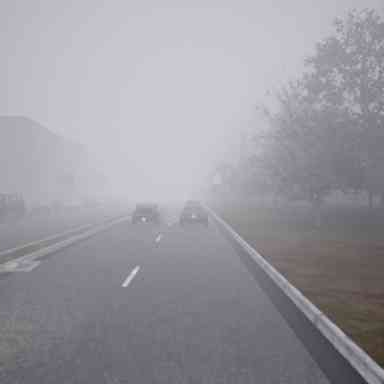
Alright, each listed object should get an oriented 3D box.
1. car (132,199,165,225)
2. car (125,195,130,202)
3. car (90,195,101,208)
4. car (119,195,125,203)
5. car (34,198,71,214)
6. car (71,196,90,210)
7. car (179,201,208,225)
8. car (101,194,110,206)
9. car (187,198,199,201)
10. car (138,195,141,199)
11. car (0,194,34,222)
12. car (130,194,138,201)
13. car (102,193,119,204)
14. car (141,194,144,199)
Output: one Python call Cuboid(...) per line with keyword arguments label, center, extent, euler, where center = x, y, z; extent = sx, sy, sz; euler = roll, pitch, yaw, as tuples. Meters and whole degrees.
Cuboid(label="car", center=(-3.139, 1.522, 24.057), extent=(1.837, 1.490, 4.892), euler=(0, 0, 0))
Cuboid(label="car", center=(-15.237, 1.488, 70.128), extent=(2.231, 1.521, 4.892), euler=(0, 0, 0))
Cuboid(label="car", center=(-15.149, 1.341, 47.928), extent=(2.185, 1.767, 4.553), euler=(0, 0, 0))
Cuboid(label="car", center=(-15.217, 1.483, 64.602), extent=(2.231, 1.521, 4.892), euler=(0, 0, 0))
Cuboid(label="car", center=(-15.155, 1.456, 35.314), extent=(2.231, 1.521, 4.892), euler=(0, 0, 1))
Cuboid(label="car", center=(-15.127, 1.458, 42.186), extent=(1.946, 1.575, 5.366), euler=(0, 0, 0))
Cuboid(label="car", center=(0.111, 1.581, 24.050), extent=(1.994, 1.385, 4.181), euler=(0, 0, 0))
Cuboid(label="car", center=(-15.170, 1.468, 53.236), extent=(1.946, 1.575, 5.366), euler=(0, 0, 0))
Cuboid(label="car", center=(0.120, 1.507, 41.863), extent=(1.882, 1.535, 5.008), euler=(0, 0, 0))
Cuboid(label="car", center=(-15.302, 1.377, 86.729), extent=(2.185, 1.767, 4.553), euler=(0, 0, 0))
Cuboid(label="car", center=(-15.062, 1.195, 25.893), extent=(2.435, 2.045, 5.566), euler=(0, 0, 0))
Cuboid(label="car", center=(-15.282, 1.494, 80.986), extent=(1.946, 1.575, 5.366), euler=(0, 0, 0))
Cuboid(label="car", center=(-15.193, 1.225, 58.918), extent=(2.435, 2.045, 5.566), euler=(0, 0, 0))
Cuboid(label="car", center=(-15.315, 1.504, 92.039), extent=(1.946, 1.575, 5.366), euler=(0, 0, 0))
